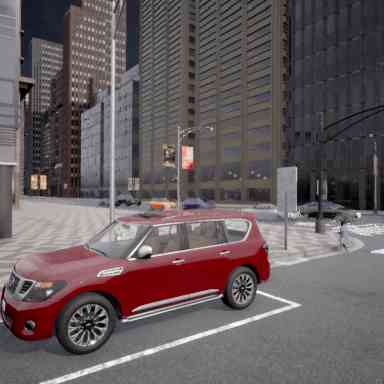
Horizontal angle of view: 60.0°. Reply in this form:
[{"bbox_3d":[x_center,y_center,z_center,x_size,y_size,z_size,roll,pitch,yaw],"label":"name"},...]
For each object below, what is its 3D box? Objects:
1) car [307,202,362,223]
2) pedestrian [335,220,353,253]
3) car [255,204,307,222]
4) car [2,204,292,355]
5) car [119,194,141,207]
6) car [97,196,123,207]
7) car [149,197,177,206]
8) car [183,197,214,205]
[{"bbox_3d":[10.493,1.532,25.819,2.128,1.511,4.902,1,0,-39],"label":"car"},{"bbox_3d":[5.642,1.297,12.370,0.375,1.860,0.375,1,0,-36],"label":"pedestrian"},{"bbox_3d":[6.193,1.626,26.050,1.895,1.301,4.718,1,-1,-36],"label":"car"},{"bbox_3d":[-0.672,1.315,6.290,5.009,1.841,2.192,0,0,-36],"label":"car"},{"bbox_3d":[-10.375,1.407,54.754,2.150,2.045,5.566,1,-1,-36],"label":"car"},{"bbox_3d":[-13.613,1.708,53.700,2.033,1.411,5.357,1,-1,-36],"label":"car"},{"bbox_3d":[-3.281,1.439,39.210,2.097,1.767,4.553,1,0,-36],"label":"car"},{"bbox_3d":[0.856,1.454,39.022,2.097,1.767,4.553,1,0,-36],"label":"car"}]
